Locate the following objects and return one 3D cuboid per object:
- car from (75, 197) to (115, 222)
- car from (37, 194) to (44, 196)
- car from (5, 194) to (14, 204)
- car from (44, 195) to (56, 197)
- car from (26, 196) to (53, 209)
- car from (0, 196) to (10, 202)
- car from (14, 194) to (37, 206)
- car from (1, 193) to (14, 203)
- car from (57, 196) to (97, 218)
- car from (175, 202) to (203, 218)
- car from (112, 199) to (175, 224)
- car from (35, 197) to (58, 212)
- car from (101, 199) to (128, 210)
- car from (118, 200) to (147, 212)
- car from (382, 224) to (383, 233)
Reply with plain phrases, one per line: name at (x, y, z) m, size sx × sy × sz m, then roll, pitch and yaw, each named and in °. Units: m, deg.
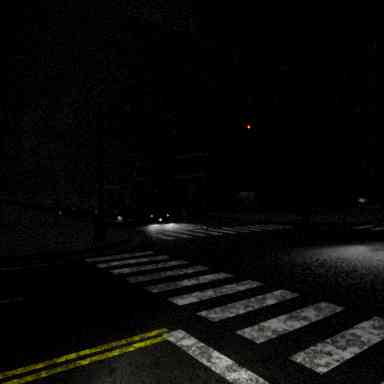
car at (-7.226, 1.423, 25.684) m, size 1.967 × 1.590 × 4.097 m, roll 0°, pitch 0°, yaw -35°
car at (-35.851, 1.489, 79.718) m, size 1.967 × 1.590 × 4.097 m, roll 0°, pitch 0°, yaw -35°
car at (-32.798, 1.552, 61.595) m, size 2.008 × 1.369 × 4.403 m, roll 0°, pitch 0°, yaw -35°
car at (-29.458, 1.479, 70.740) m, size 1.967 × 1.590 × 4.097 m, roll 0°, pitch 0°, yaw -35°
car at (-20.012, 1.534, 43.639) m, size 2.008 × 1.369 × 4.403 m, roll 0°, pitch 0°, yaw -35°
car at (-42.389, 1.599, 75.063) m, size 1.802 × 1.307 × 4.206 m, roll 0°, pitch 0°, yaw -35°
car at (-26.405, 1.431, 52.617) m, size 1.967 × 1.590 × 4.097 m, roll 0°, pitch 0°, yaw -35°
car at (-39.192, 1.557, 70.573) m, size 1.887 × 1.381 × 4.507 m, roll 0°, pitch 0°, yaw -35°
car at (-10.422, 1.422, 30.173) m, size 1.967 × 1.590 × 4.097 m, roll 0°, pitch 0°, yaw -35°
car at (-0.689, 1.581, 30.338) m, size 1.947 × 1.339 × 4.313 m, roll 0°, pitch 0°, yaw -35°
car at (-3.788, 1.541, 25.200) m, size 2.033 × 1.411 × 5.357 m, roll 0°, pitch 0°, yaw -37°
car at (-16.816, 1.563, 39.150) m, size 1.802 × 1.307 × 4.206 m, roll 0°, pitch 0°, yaw -35°
car at (-10.279, 1.579, 43.806) m, size 1.947 × 1.339 × 4.313 m, roll 0°, pitch 0°, yaw -35°
car at (-7.083, 1.594, 39.317) m, size 1.802 × 1.307 × 4.206 m, roll 0°, pitch 0°, yaw -35°
car at (10.858, 1.611, 15.522) m, size 4.718 × 1.301 × 1.895 m, roll 0°, pitch 0°, yaw -36°
